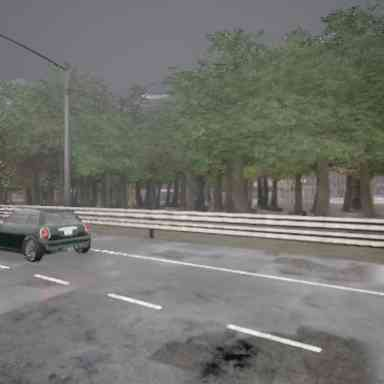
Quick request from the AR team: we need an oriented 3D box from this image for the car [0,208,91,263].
[{"bbox_3d":[-5.867,1.381,12.367,4.553,1.767,2.097,0,0,36],"label":"car"}]
